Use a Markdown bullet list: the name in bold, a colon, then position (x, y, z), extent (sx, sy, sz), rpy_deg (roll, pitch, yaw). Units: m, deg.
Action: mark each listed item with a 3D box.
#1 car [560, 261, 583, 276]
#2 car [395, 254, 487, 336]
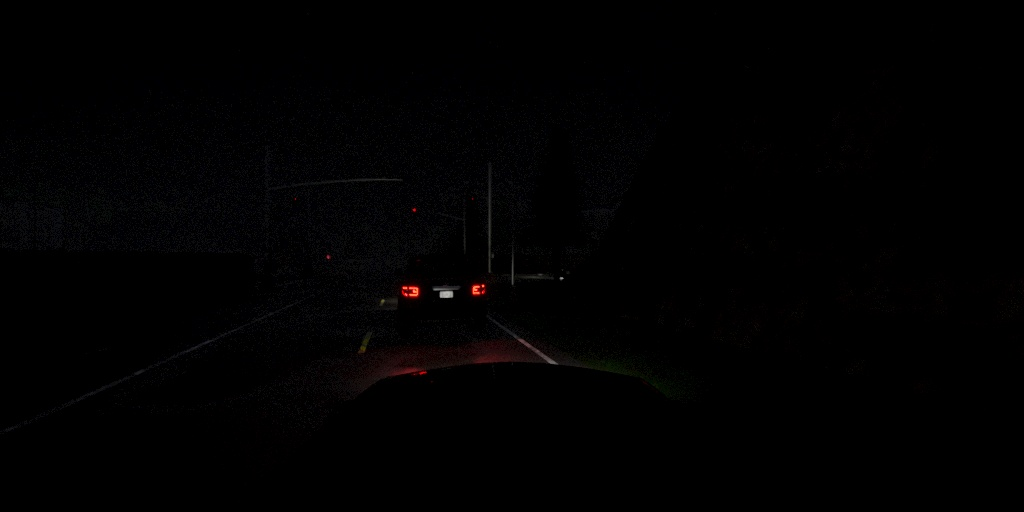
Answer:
- **car**: position (6.571, 1.222, 35.306), extent (5.008, 1.535, 1.882), rpy_deg (0, 0, -19)
- **car**: position (-2.256, 0.970, 10.740), extent (2.150, 2.045, 5.566), rpy_deg (0, 0, -17)
